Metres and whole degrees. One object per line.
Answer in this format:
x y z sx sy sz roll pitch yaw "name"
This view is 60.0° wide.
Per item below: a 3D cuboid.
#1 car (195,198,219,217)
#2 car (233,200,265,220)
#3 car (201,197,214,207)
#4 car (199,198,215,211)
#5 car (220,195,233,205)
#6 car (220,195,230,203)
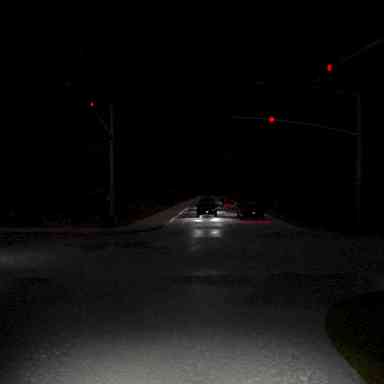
1.389 1.470 30.976 1.837 1.490 4.892 0 0 3 "car"
4.848 1.443 27.970 1.882 1.535 5.008 0 0 3 "car"
2.348 1.529 50.337 1.994 1.385 4.181 0 0 3 "car"
1.854 1.470 40.429 1.837 1.490 4.892 0 0 3 "car"
6.363 1.566 58.993 1.895 1.301 4.718 0 0 3 "car"
6.849 1.470 68.954 1.837 1.490 4.892 0 0 3 "car"
